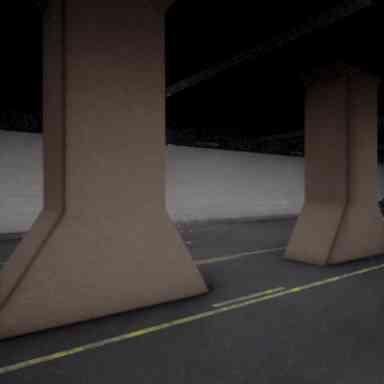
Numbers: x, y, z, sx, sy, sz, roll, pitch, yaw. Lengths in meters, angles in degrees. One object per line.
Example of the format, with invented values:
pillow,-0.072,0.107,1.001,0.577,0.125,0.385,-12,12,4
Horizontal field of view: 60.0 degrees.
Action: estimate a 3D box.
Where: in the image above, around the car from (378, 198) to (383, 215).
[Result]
car,17.827,1.229,29.603,4.553,1.767,2.097,0,0,-35
